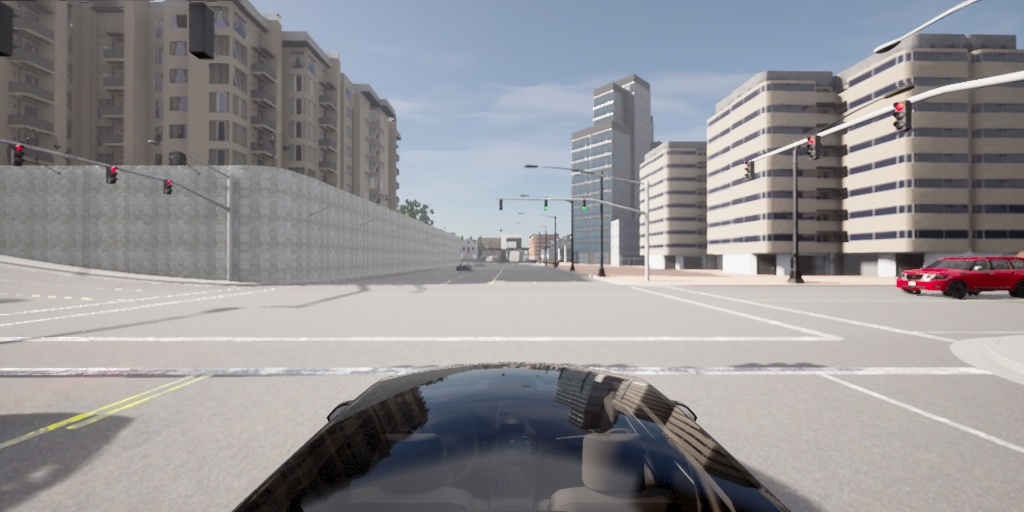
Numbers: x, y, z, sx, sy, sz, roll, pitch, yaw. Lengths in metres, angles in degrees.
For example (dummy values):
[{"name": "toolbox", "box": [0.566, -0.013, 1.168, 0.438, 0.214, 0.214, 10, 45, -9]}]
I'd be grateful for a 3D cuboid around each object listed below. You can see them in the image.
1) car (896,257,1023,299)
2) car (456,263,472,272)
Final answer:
[{"name": "car", "box": [23.338, 1.067, 18.436, 5.566, 2.045, 2.150, 0, 0, 0]}, {"name": "car", "box": [-6.930, 1.652, 51.737, 1.895, 1.301, 4.718, 0, 0, 0]}]
